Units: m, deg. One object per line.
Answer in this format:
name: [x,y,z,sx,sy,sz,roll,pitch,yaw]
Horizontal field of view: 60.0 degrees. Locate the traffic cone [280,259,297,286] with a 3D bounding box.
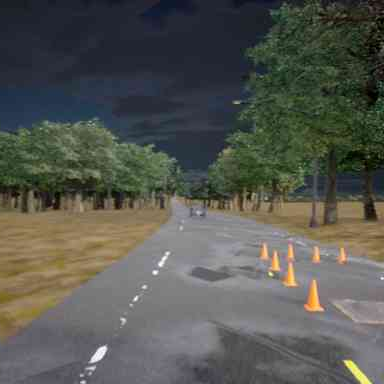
traffic cone: [2.691,2.231,9.128,0.340,0.580,0.340,3,-1,3]

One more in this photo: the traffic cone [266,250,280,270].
traffic cone: [2.778,2.278,11.126,0.340,0.580,0.340,3,-1,3]

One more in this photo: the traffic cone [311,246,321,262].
traffic cone: [4.861,2.417,13.035,0.340,0.580,0.340,3,-1,3]

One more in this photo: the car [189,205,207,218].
car: [0.697,2.410,41.693,2.128,1.511,4.902,3,-1,-2]

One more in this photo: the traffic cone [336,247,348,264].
traffic cone: [5.859,2.463,12.991,0.340,0.580,0.340,3,-1,3]

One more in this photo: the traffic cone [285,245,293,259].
traffic cone: [3.863,2.372,13.080,0.340,0.580,0.340,3,-1,3]

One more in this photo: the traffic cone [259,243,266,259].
traffic cone: [2.865,2.327,13.124,0.340,0.580,0.340,3,-1,3]

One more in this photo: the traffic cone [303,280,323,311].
traffic cone: [2.604,2.188,7.130,0.340,0.580,0.340,3,-1,3]
